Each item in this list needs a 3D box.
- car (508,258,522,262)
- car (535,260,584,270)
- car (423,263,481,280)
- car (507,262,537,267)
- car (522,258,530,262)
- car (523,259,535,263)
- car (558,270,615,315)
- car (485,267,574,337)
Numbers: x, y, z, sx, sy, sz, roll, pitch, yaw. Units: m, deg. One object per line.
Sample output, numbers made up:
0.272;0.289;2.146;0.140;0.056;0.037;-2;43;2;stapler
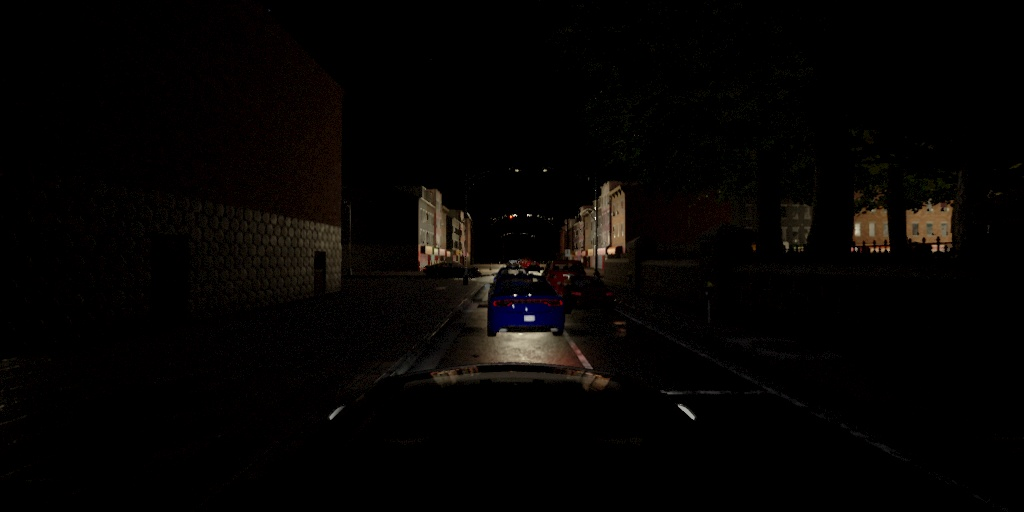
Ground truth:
0.116;1.420;56.381;2.128;1.511;4.902;0;0;0;car
2.642;1.104;18.966;2.192;1.841;5.009;0;0;0;car
-5.222;1.309;31.325;4.902;1.511;2.128;0;-1;-9;car
0.073;1.264;18.013;1.882;1.535;5.008;0;0;1;car
2.651;1.499;61.706;1.888;1.381;4.507;0;0;0;car
2.647;1.426;45.395;1.888;1.381;4.507;0;0;0;car
2.640;1.357;13.517;1.802;1.307;4.207;0;0;0;car
0.228;1.245;10.470;1.882;1.535;5.008;0;0;-4;car
